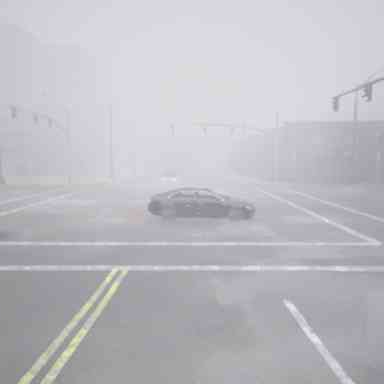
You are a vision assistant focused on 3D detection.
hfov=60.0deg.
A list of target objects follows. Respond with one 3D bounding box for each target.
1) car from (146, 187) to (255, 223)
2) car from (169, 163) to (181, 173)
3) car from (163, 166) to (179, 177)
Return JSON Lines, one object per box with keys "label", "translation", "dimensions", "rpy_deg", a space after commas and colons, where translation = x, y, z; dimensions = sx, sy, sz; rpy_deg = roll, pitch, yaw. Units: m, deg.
{"label": "car", "translation": [0.389, 0.549, 15.187], "dimensions": [4.902, 1.511, 2.128], "rpy_deg": [1, 6, 0]}
{"label": "car", "translation": [-3.401, -4.960, 68.287], "dimensions": [2.150, 2.045, 5.566], "rpy_deg": [0, 6, 0]}
{"label": "car", "translation": [-3.487, -3.080, 52.910], "dimensions": [1.895, 1.301, 4.718], "rpy_deg": [0, 6, 1]}
